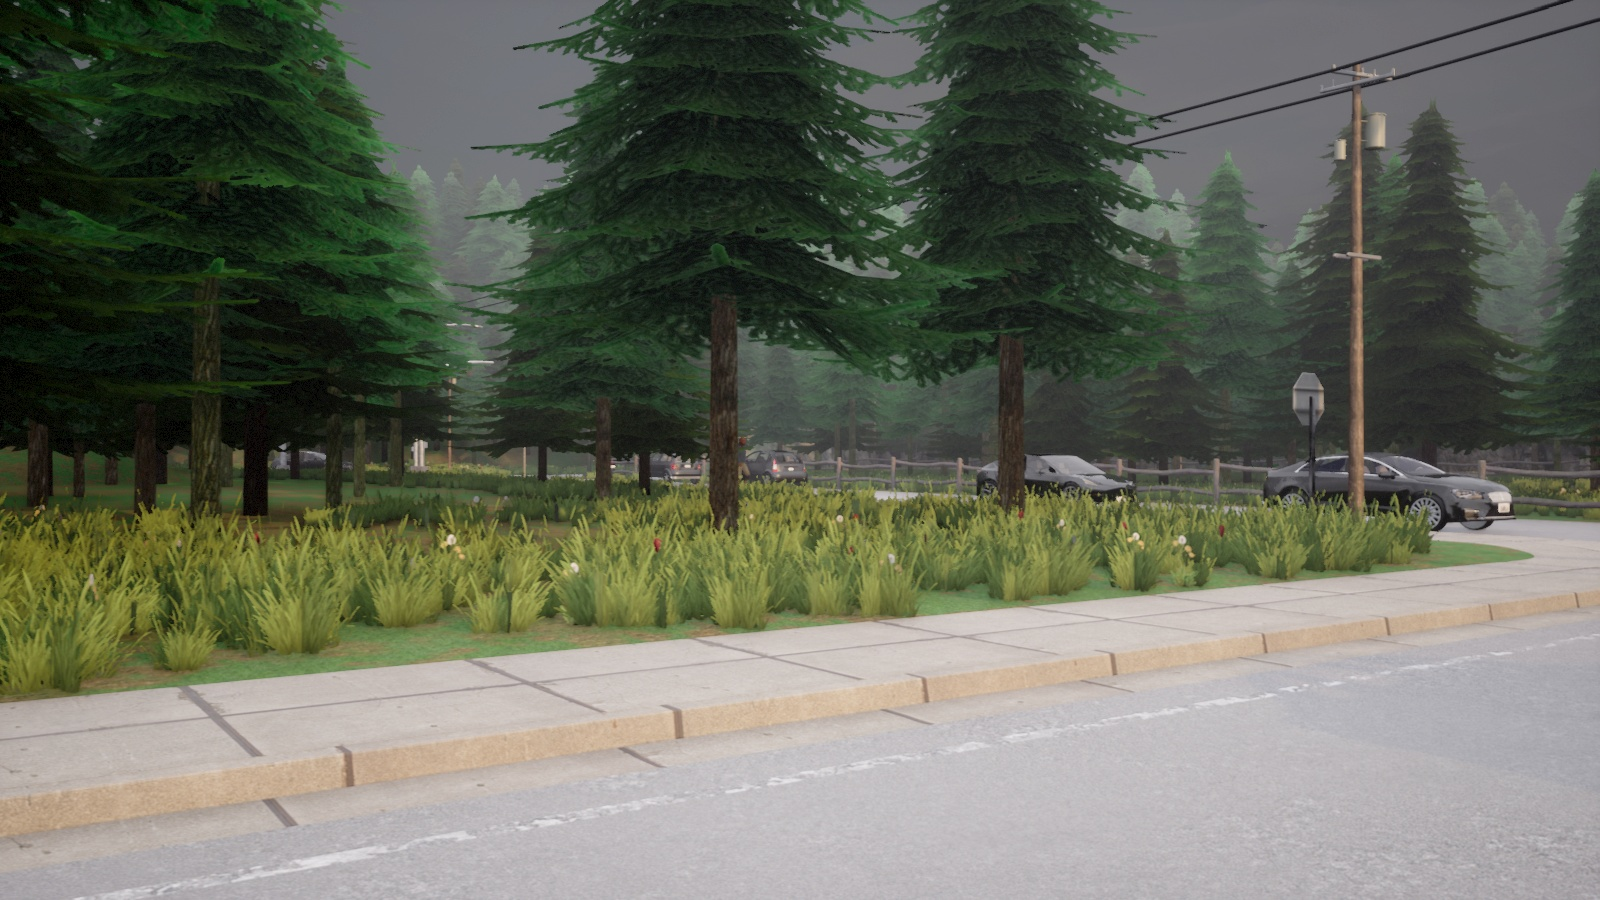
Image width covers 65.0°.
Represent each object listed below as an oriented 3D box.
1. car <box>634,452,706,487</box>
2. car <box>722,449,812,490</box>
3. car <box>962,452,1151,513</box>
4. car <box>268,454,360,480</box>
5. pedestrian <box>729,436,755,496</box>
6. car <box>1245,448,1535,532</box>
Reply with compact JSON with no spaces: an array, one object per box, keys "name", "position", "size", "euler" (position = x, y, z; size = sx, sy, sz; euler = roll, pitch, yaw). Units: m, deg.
[{"name":"car","position":[-6.107,0.878,58.720],"size":[1.789,1.549,3.705],"euler":[0,0,-34]},{"name":"car","position":[-1.400,0.770,51.646],"size":[1.851,1.617,3.988],"euler":[0,0,-34]},{"name":"car","position":[6.676,0.797,33.202],"size":[2.163,1.488,4.792],"euler":[0,0,-33]},{"name":"car","position":[-28.716,0.981,74.232],"size":[4.892,1.490,1.837],"euler":[0,0,11]},{"name":"pedestrian","position":[-1.774,0.486,38.342],"size":[0.726,1.835,0.370],"euler":[0,0,42]},{"name":"car","position":[11.693,0.724,25.255],"size":[2.128,1.511,4.902],"euler":[0,0,-32]}]
